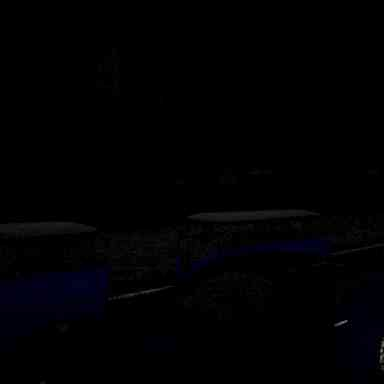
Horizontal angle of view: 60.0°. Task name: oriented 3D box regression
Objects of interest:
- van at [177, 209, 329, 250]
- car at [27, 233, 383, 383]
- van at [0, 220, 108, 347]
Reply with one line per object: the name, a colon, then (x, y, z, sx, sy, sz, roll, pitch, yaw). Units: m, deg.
van: (1.473, 1.322, 7.705, 3.998, 1.788, 1.690, 0, 0, -36)
car: (0.803, 1.516, 3.953, 4.674, 1.442, 1.812, 0, 0, -36)
van: (-3.114, 1.341, 4.430, 3.998, 1.788, 1.690, 0, 0, -36)
